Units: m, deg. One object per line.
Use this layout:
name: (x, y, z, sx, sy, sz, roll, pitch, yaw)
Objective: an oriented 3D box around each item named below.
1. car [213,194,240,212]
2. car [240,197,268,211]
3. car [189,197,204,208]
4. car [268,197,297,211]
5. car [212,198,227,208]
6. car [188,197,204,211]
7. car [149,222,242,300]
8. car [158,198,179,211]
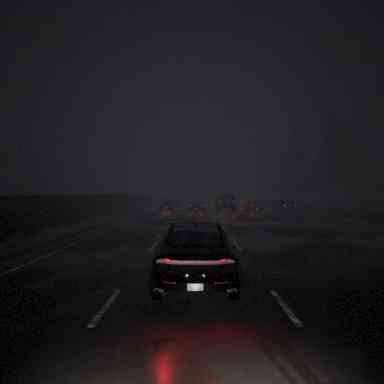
car: (3.981, 1.221, 39.809, 2.150, 2.045, 5.566, 0, 0, 1)
car: (7.491, 1.601, 40.599, 1.895, 1.301, 4.718, 0, 0, 1)
car: (0.601, 1.491, 49.409, 2.128, 1.511, 4.902, 0, 0, 1)
car: (10.980, 1.547, 39.692, 2.033, 1.411, 5.357, 0, 0, 1)
car: (4.101, 1.601, 49.395, 1.895, 1.301, 4.718, 0, 0, 1)
car: (0.487, 1.601, 40.269, 1.895, 1.301, 4.718, 0, 0, 1)
car: (0.089, 1.492, 8.379, 2.128, 1.511, 4.902, 0, 0, 1)
car: (-3.008, 1.505, 40.700, 1.837, 1.490, 4.892, 0, 0, 1)
